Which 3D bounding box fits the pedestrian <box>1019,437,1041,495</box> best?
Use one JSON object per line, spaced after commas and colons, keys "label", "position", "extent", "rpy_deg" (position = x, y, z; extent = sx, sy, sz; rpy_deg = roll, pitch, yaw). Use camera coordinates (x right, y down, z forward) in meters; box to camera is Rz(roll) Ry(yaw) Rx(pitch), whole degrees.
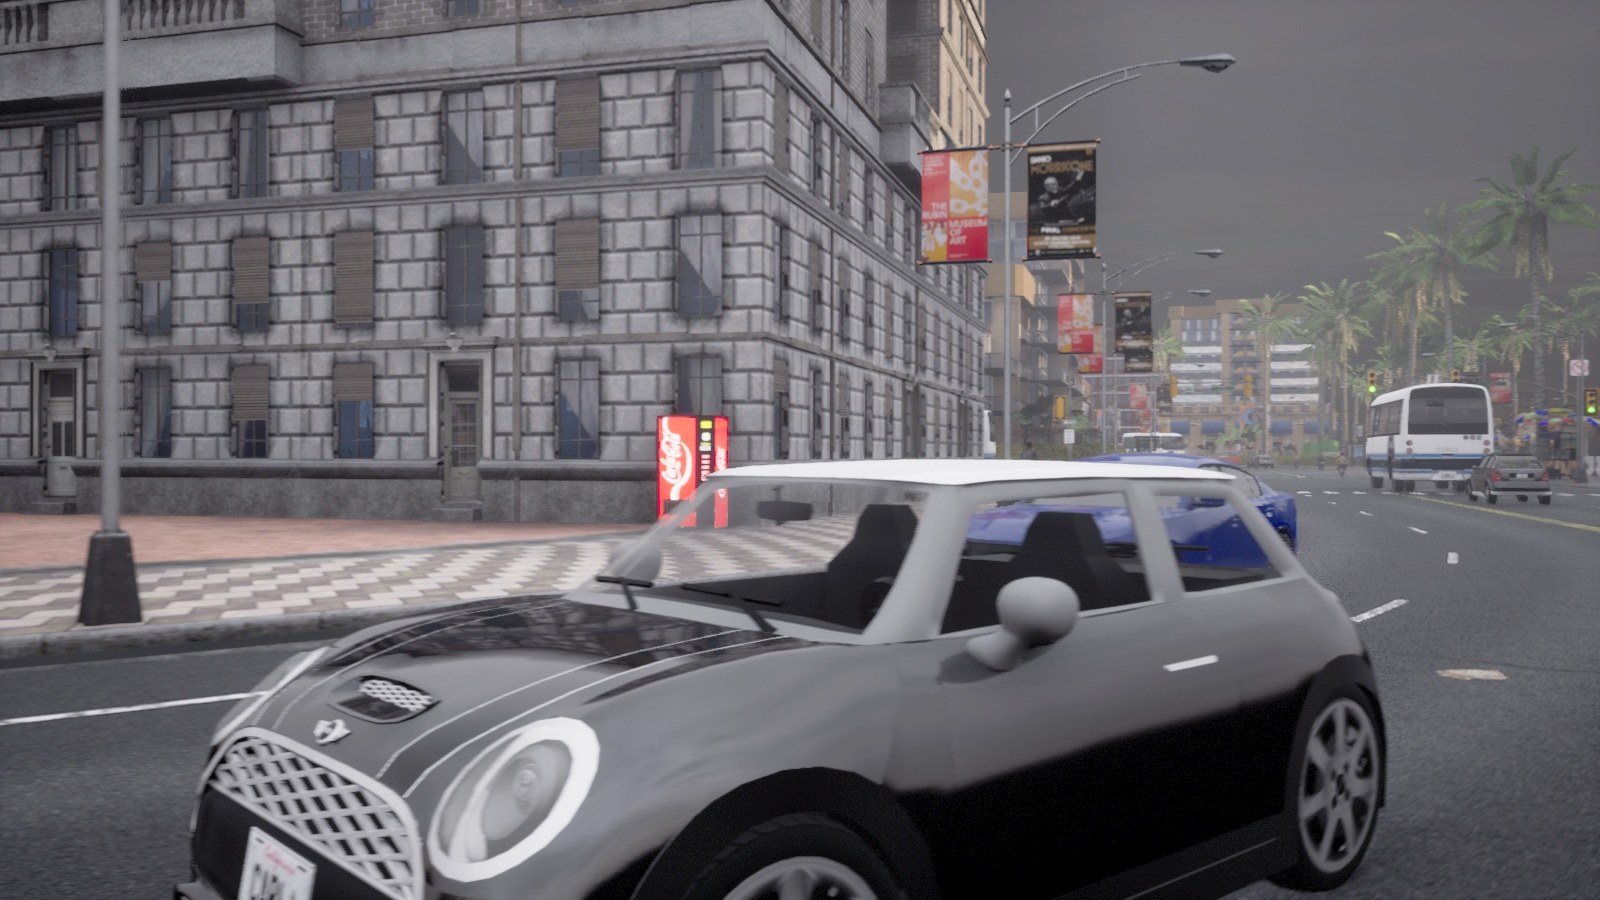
{"label": "pedestrian", "position": [7.352, 0.515, 40.094], "extent": [0.540, 1.848, 0.694], "rpy_deg": [0, 0, 24]}

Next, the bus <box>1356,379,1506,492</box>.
{"label": "bus", "position": [26.273, -0.527, 52.953], "extent": [3.944, 4.253, 10.273], "rpy_deg": [0, 0, 17]}

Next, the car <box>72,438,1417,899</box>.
{"label": "car", "position": [0.104, 0.723, 3.928], "extent": [3.806, 1.475, 1.970], "rpy_deg": [0, 0, -41]}

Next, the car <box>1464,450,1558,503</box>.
{"label": "car", "position": [22.096, 0.793, 39.165], "extent": [1.789, 1.549, 3.705], "rpy_deg": [0, 0, 17]}

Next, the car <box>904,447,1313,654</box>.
{"label": "car", "position": [3.151, 0.754, 11.899], "extent": [1.882, 1.535, 5.008], "rpy_deg": [0, 0, 38]}

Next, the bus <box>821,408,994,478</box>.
{"label": "bus", "position": [6.803, -0.388, 79.152], "extent": [10.273, 4.253, 3.944], "rpy_deg": [0, 0, 16]}
